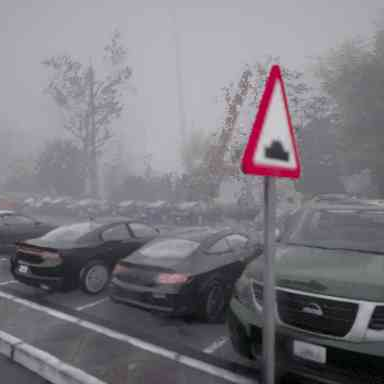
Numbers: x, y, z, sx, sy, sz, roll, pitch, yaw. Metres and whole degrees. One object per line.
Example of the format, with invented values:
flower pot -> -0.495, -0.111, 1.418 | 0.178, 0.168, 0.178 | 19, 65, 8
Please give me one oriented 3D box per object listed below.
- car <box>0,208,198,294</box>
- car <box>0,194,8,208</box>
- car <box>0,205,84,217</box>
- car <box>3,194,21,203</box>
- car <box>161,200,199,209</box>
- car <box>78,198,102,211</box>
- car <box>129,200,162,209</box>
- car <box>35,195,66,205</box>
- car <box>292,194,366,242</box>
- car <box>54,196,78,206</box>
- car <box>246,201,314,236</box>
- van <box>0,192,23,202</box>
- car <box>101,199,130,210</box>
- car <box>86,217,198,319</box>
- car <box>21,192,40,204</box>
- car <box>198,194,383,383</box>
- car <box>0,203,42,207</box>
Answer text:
car -> -1.939, 1.385, 8.651 | 2.097, 1.535, 5.008 | 0, 0, 35
car -> -25.046, 1.097, 40.053 | 2.185, 1.767, 4.553 | 0, 0, 35
car -> -6.573, 1.403, 11.885 | 2.002, 1.452, 4.674 | 0, 0, 35
car -> -15.762, 1.273, 33.622 | 2.097, 1.535, 5.008 | 0, 0, 35
car -> 0.549, 1.362, 22.240 | 2.231, 1.521, 4.892 | 0, 0, 35
car -> -6.382, 1.353, 27.112 | 2.163, 1.488, 4.792 | 0, 0, 35
car -> -1.769, 1.348, 23.854 | 2.097, 1.535, 5.008 | 0, 0, 35
car -> -11.136, 1.298, 30.385 | 2.097, 1.535, 5.008 | 0, 0, 35
car -> 7.385, 1.141, 17.450 | 2.435, 2.045, 5.566 | 0, 0, 35
car -> -8.814, 1.310, 28.778 | 2.097, 1.535, 5.008 | 0, 0, 35
car -> 5.189, 1.384, 19.023 | 2.231, 1.521, 4.892 | 0, 0, 35
van -> -17.911, 1.035, 35.255 | 1.878, 1.987, 4.442 | 0, 0, 35
car -> -4.085, 1.336, 25.469 | 2.097, 1.535, 5.008 | 0, 0, 35
car -> 0.382, 1.435, 7.036 | 2.002, 1.452, 4.674 | 0, 0, 35
car -> -13.431, 1.160, 32.028 | 2.185, 1.767, 4.553 | 0, 0, 35
car -> 2.686, 1.152, 5.399 | 2.435, 2.045, 5.566 | 0, 0, 35
car -> -8.888, 1.391, 13.506 | 2.002, 1.452, 4.674 | 0, 0, 35
